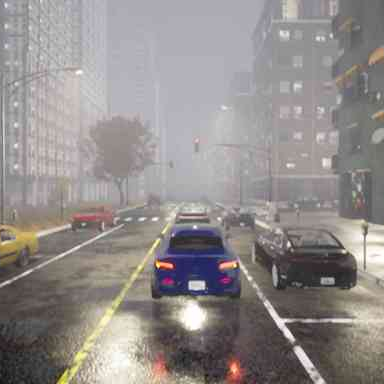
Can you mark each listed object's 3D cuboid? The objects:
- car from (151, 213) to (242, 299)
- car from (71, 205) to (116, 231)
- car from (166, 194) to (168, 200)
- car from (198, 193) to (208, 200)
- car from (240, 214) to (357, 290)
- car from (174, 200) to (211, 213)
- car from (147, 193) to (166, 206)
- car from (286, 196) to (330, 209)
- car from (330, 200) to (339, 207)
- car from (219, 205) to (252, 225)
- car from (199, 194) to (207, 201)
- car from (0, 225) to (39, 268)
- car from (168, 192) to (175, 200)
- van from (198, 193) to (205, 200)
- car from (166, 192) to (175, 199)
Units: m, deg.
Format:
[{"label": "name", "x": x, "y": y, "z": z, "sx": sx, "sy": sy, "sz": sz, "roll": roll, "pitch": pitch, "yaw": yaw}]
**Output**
[{"label": "car", "x": 0.078, "y": 1.492, "z": 8.230, "sx": 1.812, "sy": 1.442, "sz": 4.674, "roll": 0, "pitch": 0, "yaw": 0}, {"label": "car", "x": -5.726, "y": 1.468, "z": 19.800, "sx": 1.887, "sy": 1.381, "sz": 4.507, "roll": 0, "pitch": 0, "yaw": 0}, {"label": "car", "x": -5.802, "y": 1.372, "z": 57.711, "sx": 1.947, "sy": 1.339, "sz": 4.313, "roll": 0, "pitch": 0, "yaw": 0}, {"label": "car", "x": 2.547, "y": 1.328, "z": 74.296, "sx": 1.947, "sy": 1.339, "sz": 4.313, "roll": 0, "pitch": 0, "yaw": 0}, {"label": "car", "x": 2.676, "y": 1.516, "z": 8.751, "sx": 2.008, "sy": 1.369, "sz": 4.403, "roll": 0, "pitch": 0, "yaw": 0}, {"label": "car", "x": 0.045, "y": 1.420, "z": 18.333, "sx": 2.128, "sy": 1.511, "sz": 4.902, "roll": 0, "pitch": 0, "yaw": 0}, {"label": "car", "x": -5.791, "y": 1.137, "z": 52.188, "sx": 2.192, "sy": 1.841, "sz": 5.009, "roll": 0, "pitch": 0, "yaw": 0}, {"label": "car", "x": 13.352, "y": 1.200, "z": 39.243, "sx": 4.403, "sy": 1.369, "sz": 2.008, "roll": -1, "pitch": 1, "yaw": -1}, {"label": "car", "x": 18.749, "y": 1.100, "z": 39.308, "sx": 4.829, "sy": 1.417, "sz": 1.752, "roll": -1, "pitch": 1, "yaw": -1}, {"label": "car", "x": 2.654, "y": 1.474, "z": 19.817, "sx": 2.008, "sy": 1.369, "sz": 4.403, "roll": 0, "pitch": 0, "yaw": 0}, {"label": "car", "x": 2.535, "y": 1.274, "z": 79.989, "sx": 1.752, "sy": 1.417, "sz": 4.829, "roll": 0, "pitch": 0, "yaw": 0}, {"label": "car", "x": -5.704, "y": 1.491, "z": 8.565, "sx": 1.752, "sy": 1.417, "sz": 4.829, "roll": 0, "pitch": 0, "yaw": 0}, {"label": "car", "x": -5.856, "y": 1.303, "z": 85.326, "sx": 1.947, "sy": 1.339, "sz": 4.313, "roll": 0, "pitch": 0, "yaw": 0}, {"label": "van", "x": 2.524, "y": 1.078, "z": 85.342, "sx": 1.690, "sy": 1.788, "sz": 3.998, "roll": 0, "pitch": 0, "yaw": 0}, {"label": "car", "x": -5.867, "y": 1.041, "z": 90.847, "sx": 2.192, "sy": 1.841, "sz": 5.009, "roll": 0, "pitch": 0, "yaw": 0}]
